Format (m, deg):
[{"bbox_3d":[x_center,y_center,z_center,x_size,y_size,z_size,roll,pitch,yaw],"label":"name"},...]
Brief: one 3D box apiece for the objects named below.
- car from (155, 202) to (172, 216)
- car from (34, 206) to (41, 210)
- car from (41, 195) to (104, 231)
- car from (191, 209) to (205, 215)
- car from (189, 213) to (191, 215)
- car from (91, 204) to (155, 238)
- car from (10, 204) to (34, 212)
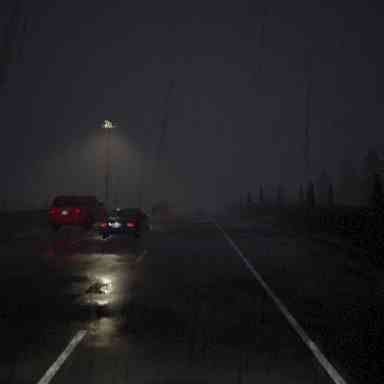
[{"bbox_3d":[-3.412,1.920,37.774,2.128,1.511,4.902,0,-3,0],"label":"car"},{"bbox_3d":[-17.601,2.216,42.092,1.837,1.490,4.892,0,-4,0],"label":"car"},{"bbox_3d":[-6.907,1.210,20.709,2.150,2.045,5.566,0,0,0],"label":"car"},{"bbox_3d":[1.207,3.686,57.317,1.837,1.490,4.892,0,-6,0],"label":"car"},{"bbox_3d":[-0.022,5.669,76.872,1.837,1.490,4.892,0,-6,0],"label":"car"},{"bbox_3d":[-3.407,1.538,17.547,2.033,1.411,5.357,0,0,0],"label":"car"},{"bbox_3d":[-21.101,2.239,42.098,1.812,1.442,4.674,0,-4,0],"label":"car"}]
